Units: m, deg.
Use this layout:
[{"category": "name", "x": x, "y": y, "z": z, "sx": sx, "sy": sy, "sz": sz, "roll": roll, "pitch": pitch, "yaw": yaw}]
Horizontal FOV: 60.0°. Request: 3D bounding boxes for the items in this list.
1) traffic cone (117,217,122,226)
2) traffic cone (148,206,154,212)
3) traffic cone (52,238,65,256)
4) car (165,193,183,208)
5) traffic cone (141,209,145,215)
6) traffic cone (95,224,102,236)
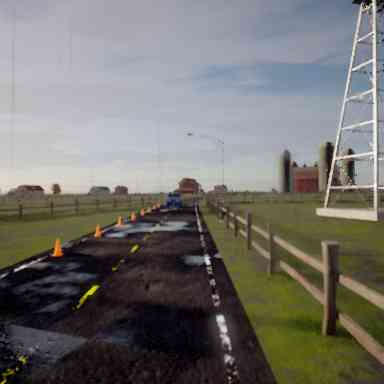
[{"category": "traffic cone", "x": -4.722, "y": 1.901, "z": 21.741, "sx": 0.340, "sy": 0.580, "sz": 0.340, "roll": 0, "pitch": 0, "yaw": 0}, {"category": "traffic cone", "x": -4.719, "y": 1.868, "z": 36.743, "sx": 0.340, "sy": 0.580, "sz": 0.340, "roll": 0, "pitch": 0, "yaw": 0}, {"category": "traffic cone", "x": -4.723, "y": 1.924, "z": 11.741, "sx": 0.340, "sy": 0.580, "sz": 0.340, "roll": 0, "pitch": 0, "yaw": 0}, {"category": "car", "x": -2.441, "y": 1.113, "z": 46.487, "sx": 2.150, "sy": 2.045, "sz": 5.566, "roll": 0, "pitch": 0, "yaw": 0}, {"category": "traffic cone", "x": -4.720, "y": 1.879, "z": 31.742, "sx": 0.340, "sy": 0.580, "sz": 0.340, "roll": 0, "pitch": 0, "yaw": 0}, {"category": "traffic cone", "x": -4.722, "y": 1.912, "z": 16.742, "sx": 0.340, "sy": 0.580, "sz": 0.340, "roll": 0, "pitch": 0, "yaw": 0}]
